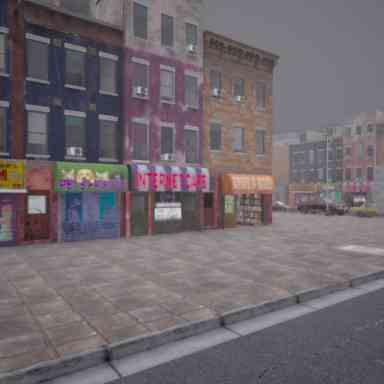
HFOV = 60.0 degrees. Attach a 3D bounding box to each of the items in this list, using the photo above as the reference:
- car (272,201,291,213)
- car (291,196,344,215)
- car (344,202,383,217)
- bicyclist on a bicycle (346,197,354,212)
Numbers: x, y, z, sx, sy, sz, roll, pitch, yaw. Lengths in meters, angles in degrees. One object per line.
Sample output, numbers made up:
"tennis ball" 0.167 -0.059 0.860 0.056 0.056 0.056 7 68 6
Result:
"car" 9.765 1.658 37.829 1.802 1.307 4.206 0 0 -35
"car" 12.930 1.377 33.390 2.192 1.841 5.009 0 0 -35
"car" 16.194 1.573 28.813 1.752 1.417 4.829 0 0 -35
"bicyclist on a bicycle" 17.485 1.373 36.729 1.656 1.620 0.582 0 0 -35
